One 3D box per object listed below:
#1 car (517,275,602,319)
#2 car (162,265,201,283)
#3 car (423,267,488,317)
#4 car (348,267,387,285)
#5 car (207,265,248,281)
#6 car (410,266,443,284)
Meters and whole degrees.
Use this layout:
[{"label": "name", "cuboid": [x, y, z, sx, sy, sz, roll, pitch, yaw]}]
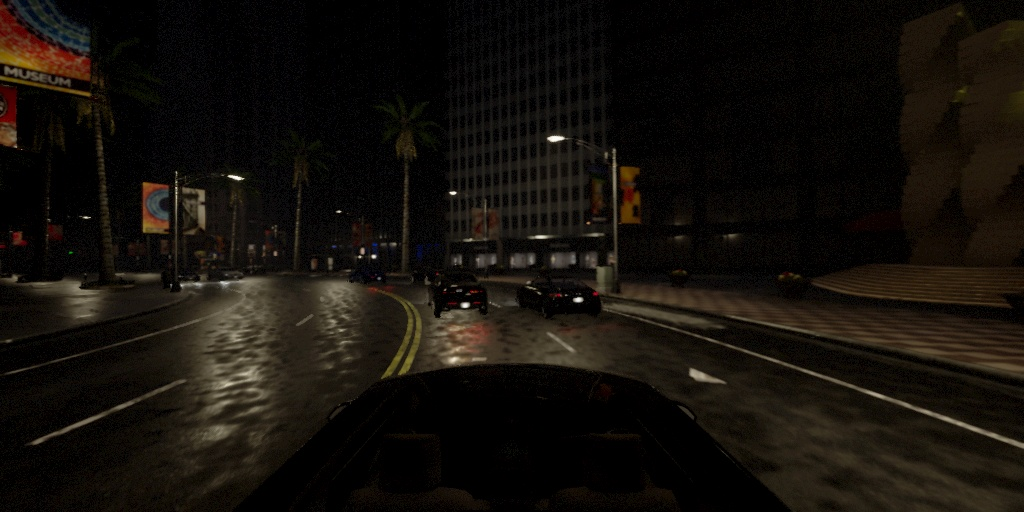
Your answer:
[{"label": "car", "cuboid": [1.565, 1.379, 13.296, 1.994, 1.385, 4.181, 0, 0, -16]}, {"label": "car", "cuboid": [-32.546, 1.882, 35.209, 4.674, 1.442, 1.812, -1, 0, 29]}, {"label": "car", "cuboid": [-2.238, 1.368, 13.964, 1.837, 1.490, 4.892, 0, -1, -17]}, {"label": "car", "cuboid": [-12.052, 1.613, 29.870, 1.812, 1.442, 4.674, 0, -1, -44]}, {"label": "car", "cuboid": [-30.481, 1.879, 38.064, 4.674, 1.442, 1.812, -1, 0, 29]}, {"label": "car", "cuboid": [-6.653, 1.525, 29.043, 1.837, 1.490, 4.892, 0, -1, -38]}]
